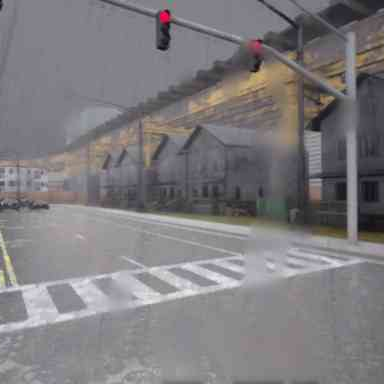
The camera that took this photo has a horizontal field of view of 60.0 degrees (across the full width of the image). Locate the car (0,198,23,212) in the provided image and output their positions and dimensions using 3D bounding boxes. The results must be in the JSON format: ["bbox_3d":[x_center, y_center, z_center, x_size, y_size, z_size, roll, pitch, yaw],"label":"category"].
[{"bbox_3d":[-22.802,1.495,41.421,2.097,1.767,4.553,-1,0,-33],"label":"car"}]

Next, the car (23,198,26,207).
[{"bbox_3d":[-26.322,1.677,51.577,4.674,1.442,1.812,-1,0,42],"label":"car"}]

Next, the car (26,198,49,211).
[{"bbox_3d":[-20.135,1.663,43.727,1.994,1.385,4.181,-1,0,-34],"label":"car"}]
